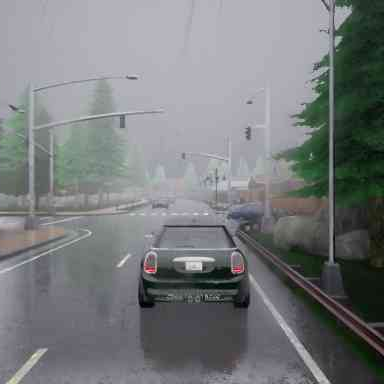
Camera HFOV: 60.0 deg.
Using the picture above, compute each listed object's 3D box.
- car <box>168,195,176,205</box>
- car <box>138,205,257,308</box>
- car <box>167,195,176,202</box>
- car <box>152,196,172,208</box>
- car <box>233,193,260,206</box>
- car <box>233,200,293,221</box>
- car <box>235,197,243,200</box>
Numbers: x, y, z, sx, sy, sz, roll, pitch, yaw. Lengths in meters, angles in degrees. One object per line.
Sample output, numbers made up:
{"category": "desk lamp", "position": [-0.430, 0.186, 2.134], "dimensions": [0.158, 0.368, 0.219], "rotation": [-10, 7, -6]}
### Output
{"category": "car", "position": [-4.214, 1.571, 59.993], "dimensions": [1.895, 1.301, 4.718], "rotation": [0, 0, 0]}
{"category": "car", "position": [0.056, 1.352, 8.090], "dimensions": [2.097, 1.767, 4.553], "rotation": [0, 0, 1]}
{"category": "car", "position": [-4.704, 1.438, 75.596], "dimensions": [1.882, 1.535, 5.008], "rotation": [0, 0, -4]}
{"category": "car", "position": [-4.085, 1.534, 43.792], "dimensions": [1.994, 1.385, 4.181], "rotation": [0, 0, 0]}
{"category": "car", "position": [8.393, 1.146, 51.333], "dimensions": [3.866, 1.878, 1.905], "rotation": [0, 0, -1]}
{"category": "car", "position": [4.832, 1.513, 23.737], "dimensions": [4.674, 1.442, 1.812], "rotation": [0, 1, 8]}
{"category": "car", "position": [8.809, 1.144, 48.823], "dimensions": [4.605, 1.855, 1.932], "rotation": [0, 0, -1]}
